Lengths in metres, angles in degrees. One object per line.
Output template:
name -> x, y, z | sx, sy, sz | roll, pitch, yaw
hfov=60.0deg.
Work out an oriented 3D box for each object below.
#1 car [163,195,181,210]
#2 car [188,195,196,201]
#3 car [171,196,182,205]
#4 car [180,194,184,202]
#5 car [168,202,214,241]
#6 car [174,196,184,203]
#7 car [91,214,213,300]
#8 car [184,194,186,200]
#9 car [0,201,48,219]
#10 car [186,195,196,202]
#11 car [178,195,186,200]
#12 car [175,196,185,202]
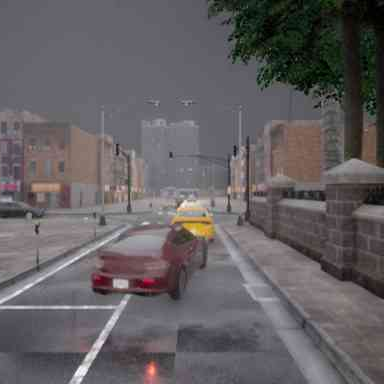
car -> -2.689, 1.509, 42.018 | 1.752, 1.417, 4.829 | 0, 0, 0
car -> -0.098, 1.384, 83.165 | 1.994, 1.385, 4.181 | 0, 0, 0
car -> -2.708, 1.507, 58.374 | 1.752, 1.417, 4.829 | 0, 0, 0
car -> -2.696, 1.297, 47.640 | 2.192, 1.841, 5.009 | 0, 0, 0
car -> 0.032, 1.469, 16.308 | 1.882, 1.535, 5.008 | 0, 0, 0
car -> -2.721, 1.547, 69.448 | 1.947, 1.339, 4.313 | 0, 0, 0
car -> -0.807, 1.521, 8.362 | 1.812, 1.442, 4.674 | 0, 0, 13
car -> -2.715, 1.547, 63.996 | 1.947, 1.339, 4.313 | 0, 0, 0
car -> -14.473, 1.510, 27.477 | 4.892, 1.490, 1.837 | 0, 0, 0
car -> -0.086, 1.570, 73.190 | 1.895, 1.301, 4.718 | 0, 0, 0
car -> -2.747, 1.532, 91.257 | 2.008, 1.369, 4.403 | 0, 0, 0
car -> -2.728, 1.532, 74.900 | 2.008, 1.369, 4.403 | 0, 0, 0
